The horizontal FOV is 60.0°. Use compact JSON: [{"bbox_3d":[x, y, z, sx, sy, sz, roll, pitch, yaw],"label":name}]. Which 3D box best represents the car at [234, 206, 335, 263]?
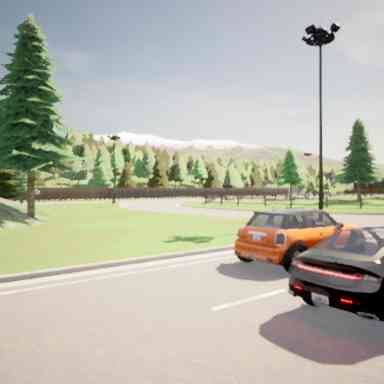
[{"bbox_3d":[3.560,1.298,10.598,4.553,1.767,2.097,0,0,-35],"label":"car"}]

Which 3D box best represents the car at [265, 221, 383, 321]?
[{"bbox_3d":[3.995,1.449,6.623,4.902,1.511,2.128,0,0,-35],"label":"car"}]
